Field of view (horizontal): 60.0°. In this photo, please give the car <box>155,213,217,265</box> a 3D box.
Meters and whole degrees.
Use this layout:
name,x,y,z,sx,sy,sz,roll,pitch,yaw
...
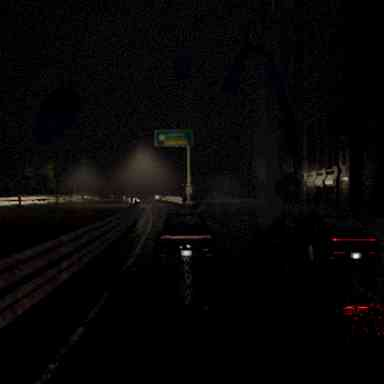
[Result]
name,x,y,z,sx,sy,sz,roll,pitch,yaw
car,-0.265,1.499,11.705,2.128,1.511,4.902,0,0,-3

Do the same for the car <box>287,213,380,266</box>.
name,x,y,z,sx,sy,sz,roll,pitch,yaw
car,4.662,1.512,11.611,1.837,1.490,4.892,0,0,3

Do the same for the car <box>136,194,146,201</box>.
name,x,y,z,sx,sy,sz,roll,pitch,yaw
car,-11.698,1.335,76.300,1.837,1.490,4.892,0,0,-13
